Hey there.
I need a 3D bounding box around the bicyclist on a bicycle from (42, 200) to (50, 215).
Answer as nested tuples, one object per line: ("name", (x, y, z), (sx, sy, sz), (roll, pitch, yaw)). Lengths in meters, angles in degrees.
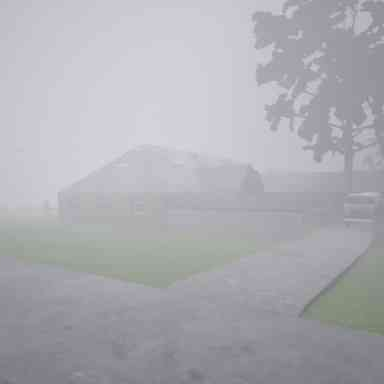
("bicyclist on a bicycle", (-15.610, 1.667, 35.501), (1.656, 1.620, 0.582), (-1, -1, 35))
